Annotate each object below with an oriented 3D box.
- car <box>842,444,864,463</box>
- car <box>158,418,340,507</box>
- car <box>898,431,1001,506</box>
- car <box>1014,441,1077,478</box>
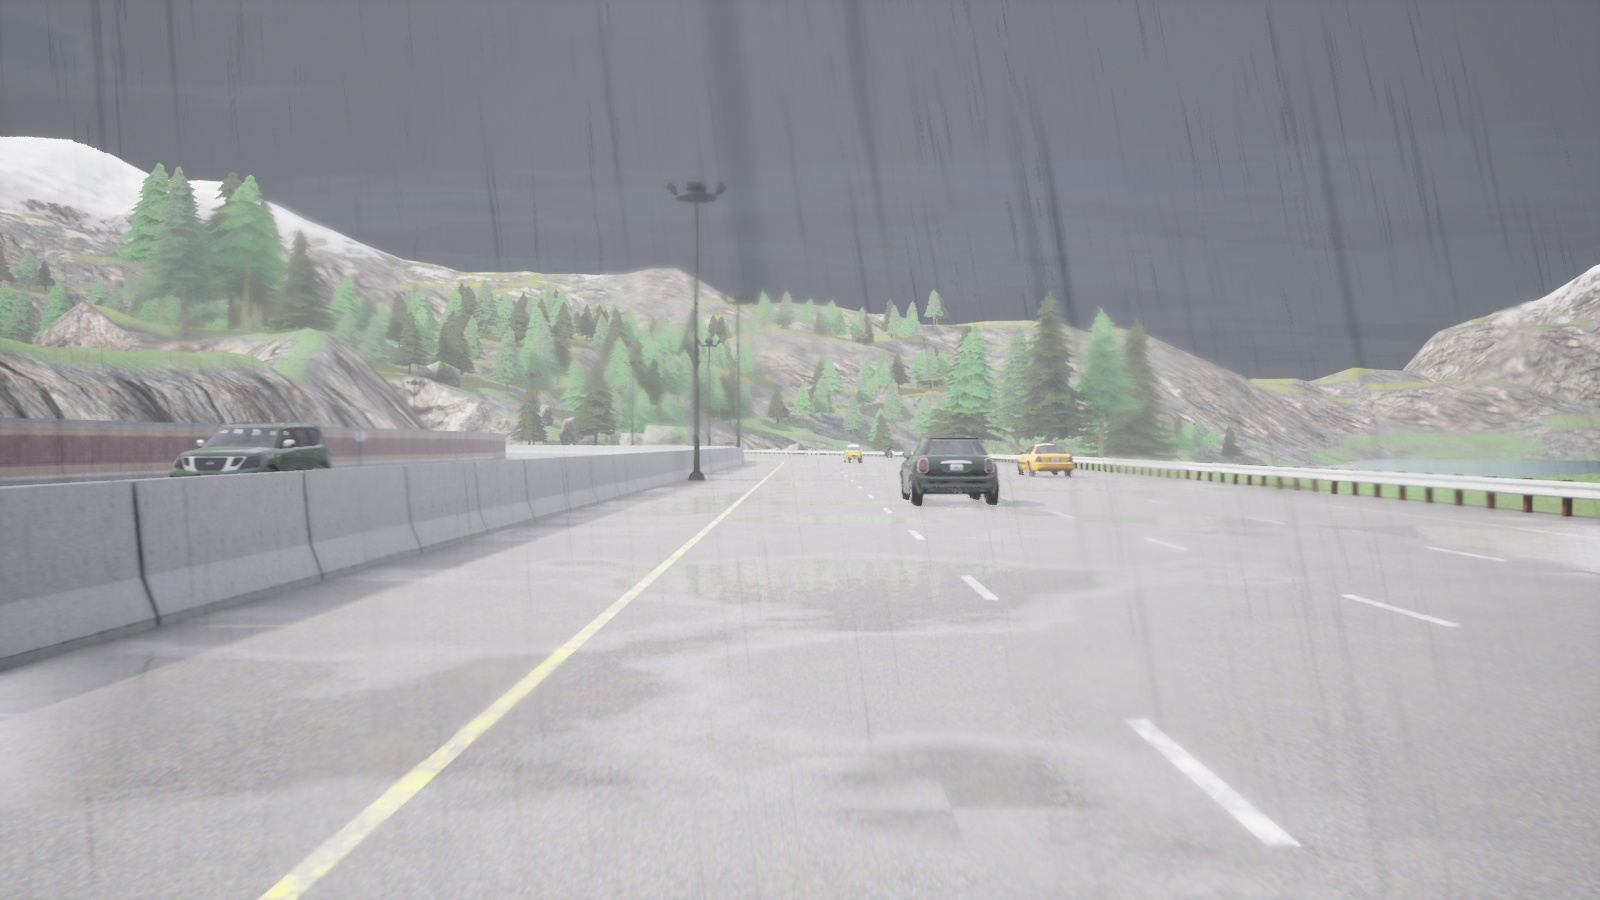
[{"bbox_3d":[3.952,0.276,93.709,1.481,1.376,2.207,0,1,-2],"label":"car"},{"bbox_3d":[-13.803,0.274,31.902,2.150,2.045,5.566,0,0,0],"label":"car"},{"bbox_3d":[3.700,0.428,31.888,2.097,1.767,4.553,0,0,0],"label":"car"},{"bbox_3d":[10.837,0.380,55.793,1.801,1.575,5.366,0,0,0],"label":"car"}]
